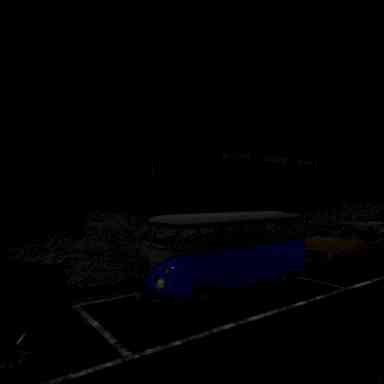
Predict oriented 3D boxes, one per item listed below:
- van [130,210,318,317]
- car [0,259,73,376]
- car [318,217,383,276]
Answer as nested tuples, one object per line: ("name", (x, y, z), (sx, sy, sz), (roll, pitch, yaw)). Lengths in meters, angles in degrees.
("van", (0.723, 1.325, 7.161), (3.998, 1.788, 1.690), (0, 0, -35))
("car", (-3.707, 1.569, 4.009), (4.313, 1.339, 1.947), (0, 0, -35))
("car", (5.015, 1.491, 10.216), (4.829, 1.417, 1.752), (0, 0, -35))
